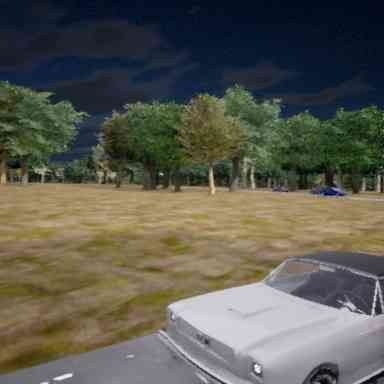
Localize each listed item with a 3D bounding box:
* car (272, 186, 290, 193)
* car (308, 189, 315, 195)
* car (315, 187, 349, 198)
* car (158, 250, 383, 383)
[{"bbox_3d":[19.045,-0.628,71.528,1.994,1.385,4.181,1,2,-21],"label":"car"},{"bbox_3d":[23.205,-0.073,60.743,1.994,1.385,4.181,1,2,-20],"label":"car"},{"bbox_3d":[22.731,0.046,53.252,1.882,1.535,5.008,1,2,-21],"label":"car"},{"bbox_3d":[1.957,1.599,4.627,4.718,1.301,1.895,0,0,-33],"label":"car"}]
